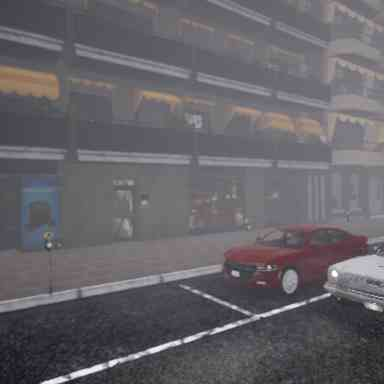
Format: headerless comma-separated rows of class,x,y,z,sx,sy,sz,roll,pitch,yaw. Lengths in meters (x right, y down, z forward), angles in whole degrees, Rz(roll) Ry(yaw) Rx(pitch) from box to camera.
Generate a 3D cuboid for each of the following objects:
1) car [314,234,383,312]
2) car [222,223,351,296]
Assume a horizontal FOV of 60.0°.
car,4.786,1.583,6.789,4.718,1.301,1.895,0,0,-36
car,2.782,1.529,8.565,4.507,1.381,1.887,0,-1,-36
